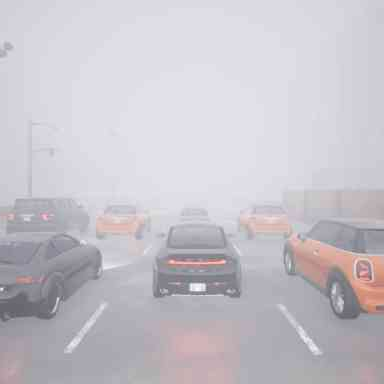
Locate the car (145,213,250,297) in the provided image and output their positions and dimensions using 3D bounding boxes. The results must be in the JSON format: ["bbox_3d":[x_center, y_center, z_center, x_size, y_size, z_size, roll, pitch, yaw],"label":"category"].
[{"bbox_3d":[0.105,1.505,8.533,1.837,1.490,4.892,0,0,0],"label":"car"}]

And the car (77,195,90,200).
[{"bbox_3d":[-27.739,1.410,85.104,1.895,1.301,4.718,0,1,1],"label":"car"}]

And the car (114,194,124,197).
[{"bbox_3d":[-17.332,1.393,74.755,1.882,1.535,5.008,0,0,1],"label":"car"}]

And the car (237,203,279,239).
[{"bbox_3d":[3.609,1.352,17.271,2.097,1.767,4.553,0,0,0],"label":"car"}]

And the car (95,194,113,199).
[{"bbox_3d":[-17.416,1.463,65.046,1.837,1.490,4.892,0,0,0],"label":"car"}]

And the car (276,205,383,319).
[{"bbox_3d":[3.604,1.352,7.517,2.097,1.767,4.553,0,0,0],"label":"car"}]

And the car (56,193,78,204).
[{"bbox_3d":[-24.414,1.198,65.321,2.150,2.045,5.566,0,0,0],"label":"car"}]

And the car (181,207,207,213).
[{"bbox_3d":[0.117,1.547,18.625,2.033,1.411,5.357,0,0,0],"label":"car"}]

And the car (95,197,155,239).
[{"bbox_3d":[-3.391,1.352,17.318,2.097,1.767,4.553,0,0,0],"label":"car"}]

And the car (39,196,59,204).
[{"bbox_3d":[-27.916,1.569,65.081,1.895,1.301,4.718,0,0,0],"label":"car"}]

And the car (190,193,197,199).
[{"bbox_3d":[0.338,1.170,93.610,1.882,1.535,5.008,0,1,1],"label":"car"}]

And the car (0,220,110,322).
[{"bbox_3d":[-3.396,1.564,7.350,1.994,1.385,4.181,0,0,0],"label":"car"}]

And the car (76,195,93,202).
[{"bbox_3d":[-24.326,1.435,75.437,2.128,1.511,4.902,0,0,1],"label":"car"}]

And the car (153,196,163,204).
[{"bbox_3d":[-6.812,1.526,64.103,1.994,1.385,4.181,0,0,0],"label":"car"}]

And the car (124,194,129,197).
[{"bbox_3d":[-17.240,1.339,85.045,1.812,1.442,4.674,0,1,1],"label":"car"}]

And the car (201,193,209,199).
[{"bbox_3d":[3.842,1.242,93.991,1.994,1.385,4.181,0,1,1],"label":"car"}]

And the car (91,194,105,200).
[{"bbox_3d":[-24.234,1.332,85.740,2.128,1.511,4.902,0,1,1],"label":"car"}]

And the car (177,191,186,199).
[{"bbox_3d":[-3.162,1.192,93.644,1.837,1.490,4.892,0,1,1],"label":"car"}]

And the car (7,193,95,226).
[{"bbox_3d":[-6.892,1.223,16.586,2.150,2.045,5.566,0,0,0],"label":"car"}]
